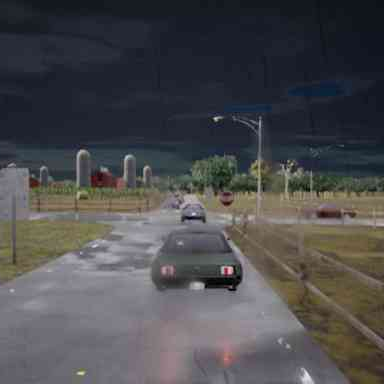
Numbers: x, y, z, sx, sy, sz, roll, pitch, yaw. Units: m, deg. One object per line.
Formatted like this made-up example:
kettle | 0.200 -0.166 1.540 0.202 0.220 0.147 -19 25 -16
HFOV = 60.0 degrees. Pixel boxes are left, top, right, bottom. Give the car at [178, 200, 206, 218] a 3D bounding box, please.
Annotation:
car | 0.127 1.688 27.702 1.994 1.385 4.181 1 0 0

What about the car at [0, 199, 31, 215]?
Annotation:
car | -16.302 1.370 28.435 4.674 1.442 1.812 1 1 0

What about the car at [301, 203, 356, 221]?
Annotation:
car | 12.842 1.828 31.589 5.008 1.535 1.882 1 1 1

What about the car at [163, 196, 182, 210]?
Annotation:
car | -2.775 1.472 45.550 2.097 1.767 4.553 0 0 0

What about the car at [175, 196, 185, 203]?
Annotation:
car | -2.721 1.696 76.278 1.994 1.385 4.181 0 0 0

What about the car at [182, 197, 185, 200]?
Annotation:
car | -2.778 1.746 61.683 1.895 1.301 4.718 0 0 0

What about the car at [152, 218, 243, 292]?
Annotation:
car | 0.106 1.629 8.976 1.895 1.301 4.718 0 0 0
